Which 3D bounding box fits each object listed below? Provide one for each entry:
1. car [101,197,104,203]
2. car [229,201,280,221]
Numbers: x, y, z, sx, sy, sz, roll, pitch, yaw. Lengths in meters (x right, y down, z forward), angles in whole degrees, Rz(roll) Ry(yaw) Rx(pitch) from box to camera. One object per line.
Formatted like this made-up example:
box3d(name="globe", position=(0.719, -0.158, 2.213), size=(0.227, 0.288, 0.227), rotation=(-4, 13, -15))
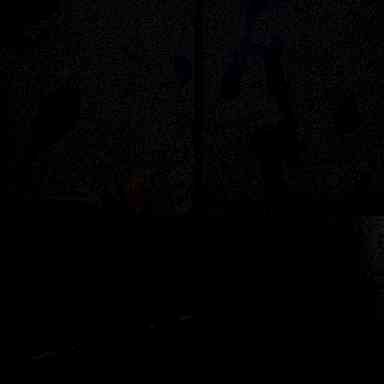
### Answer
box3d(name="car", position=(-11.847, 0.953, 49.264), size=(1.882, 1.535, 5.008), rotation=(-1, 1, -35))
box3d(name="car", position=(4.735, 1.376, 25.687), size=(1.994, 1.385, 4.181), rotation=(-1, 1, -35))
